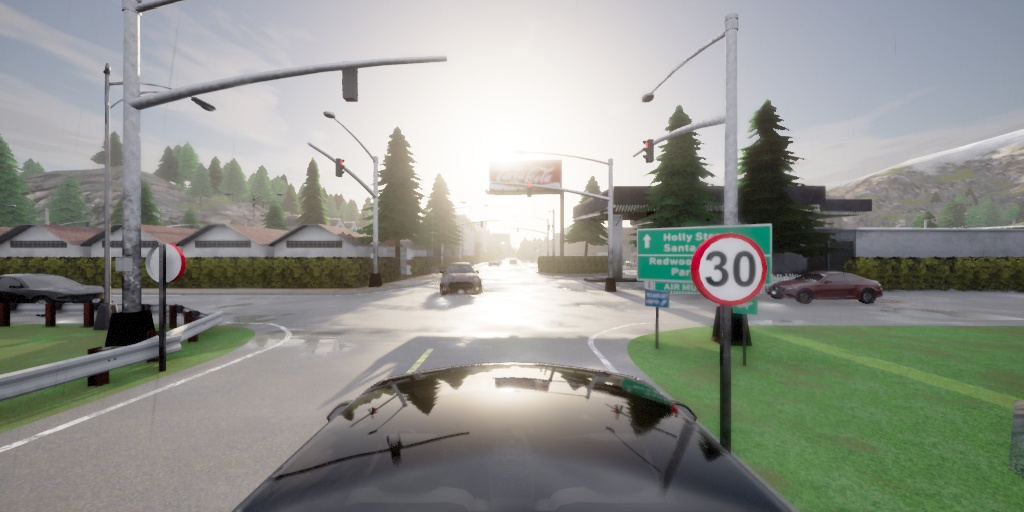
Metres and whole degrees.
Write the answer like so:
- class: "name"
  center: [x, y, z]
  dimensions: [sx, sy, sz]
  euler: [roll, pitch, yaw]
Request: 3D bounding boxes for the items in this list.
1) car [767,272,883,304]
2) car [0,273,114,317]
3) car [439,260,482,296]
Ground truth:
- class: "car"
  center: [14.792, 1.467, 17.048]
  dimensions: [4.674, 1.442, 1.812]
  euler: [0, 0, 0]
- class: "car"
  center: [-18.333, 1.419, 13.722]
  dimensions: [5.008, 1.535, 1.882]
  euler: [0, 0, 1]
- class: "car"
  center: [-2.946, 1.156, 20.093]
  dimensions: [2.097, 1.767, 4.553]
  euler: [0, 1, -11]
